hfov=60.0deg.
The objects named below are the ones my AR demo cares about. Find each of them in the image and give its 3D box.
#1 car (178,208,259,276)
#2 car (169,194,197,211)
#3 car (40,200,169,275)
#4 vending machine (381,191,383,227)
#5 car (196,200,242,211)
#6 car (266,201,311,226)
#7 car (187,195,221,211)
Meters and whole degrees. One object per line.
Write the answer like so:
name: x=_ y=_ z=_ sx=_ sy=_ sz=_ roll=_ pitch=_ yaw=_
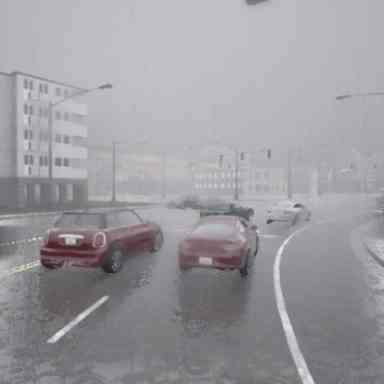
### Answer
car: x=0.943 y=1.431 z=10.062 sx=1.812 sy=1.442 sz=4.674 roll=0 pitch=1 yaw=16
car: x=-0.800 y=1.020 z=35.821 sx=2.097 sy=1.767 sz=4.553 roll=0 pitch=1 yaw=38
car: x=-2.541 y=1.254 z=10.520 sx=2.097 sy=1.767 sz=4.553 roll=0 pitch=1 yaw=15
vending machine: x=11.980 y=1.006 z=19.852 sx=1.100 sy=2.100 sz=0.880 roll=0 pitch=1 yaw=37
car: x=2.465 y=1.393 z=22.243 sx=1.895 sy=1.301 sz=4.718 roll=0 pitch=1 yaw=33
car: x=6.347 y=1.321 z=21.741 sx=1.812 sy=1.442 sz=4.674 roll=0 pitch=1 yaw=34
car: x=1.838 y=1.254 z=33.515 sx=1.994 sy=1.385 sz=4.181 roll=0 pitch=1 yaw=38
